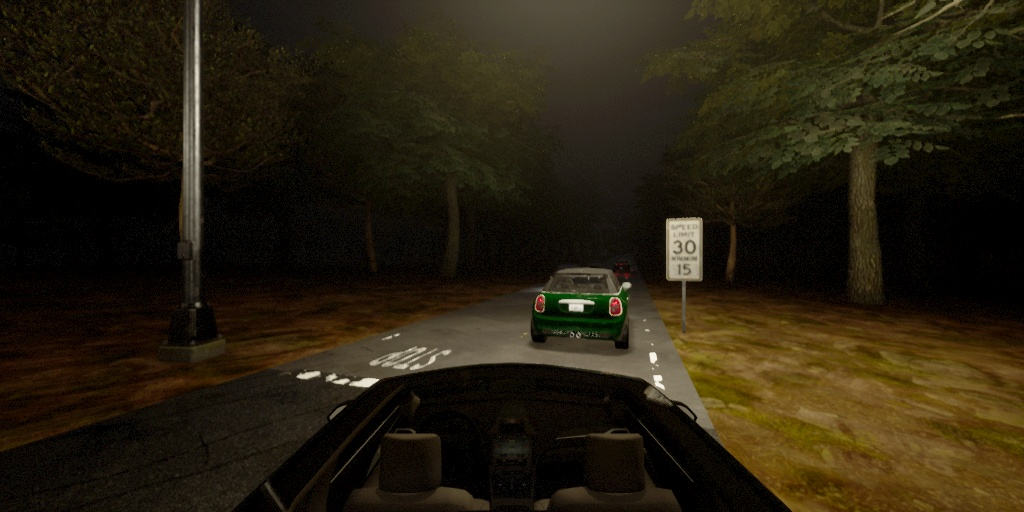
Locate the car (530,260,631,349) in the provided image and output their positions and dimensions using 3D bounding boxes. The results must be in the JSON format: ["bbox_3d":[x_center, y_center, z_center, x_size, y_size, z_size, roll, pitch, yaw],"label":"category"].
[{"bbox_3d":[2.003,1.093,9.473,2.097,1.767,4.553,0,0,18],"label":"car"}]

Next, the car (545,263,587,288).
[{"bbox_3d":[3.935,1.266,25.120,2.033,1.411,5.357,0,0,18],"label":"car"}]

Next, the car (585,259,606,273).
[{"bbox_3d":[10.265,1.173,43.849,2.033,1.411,5.357,0,0,18],"label":"car"}]

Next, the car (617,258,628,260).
[{"bbox_3d":[12.821,1.120,41.807,2.128,1.511,4.902,0,0,19],"label":"car"}]
